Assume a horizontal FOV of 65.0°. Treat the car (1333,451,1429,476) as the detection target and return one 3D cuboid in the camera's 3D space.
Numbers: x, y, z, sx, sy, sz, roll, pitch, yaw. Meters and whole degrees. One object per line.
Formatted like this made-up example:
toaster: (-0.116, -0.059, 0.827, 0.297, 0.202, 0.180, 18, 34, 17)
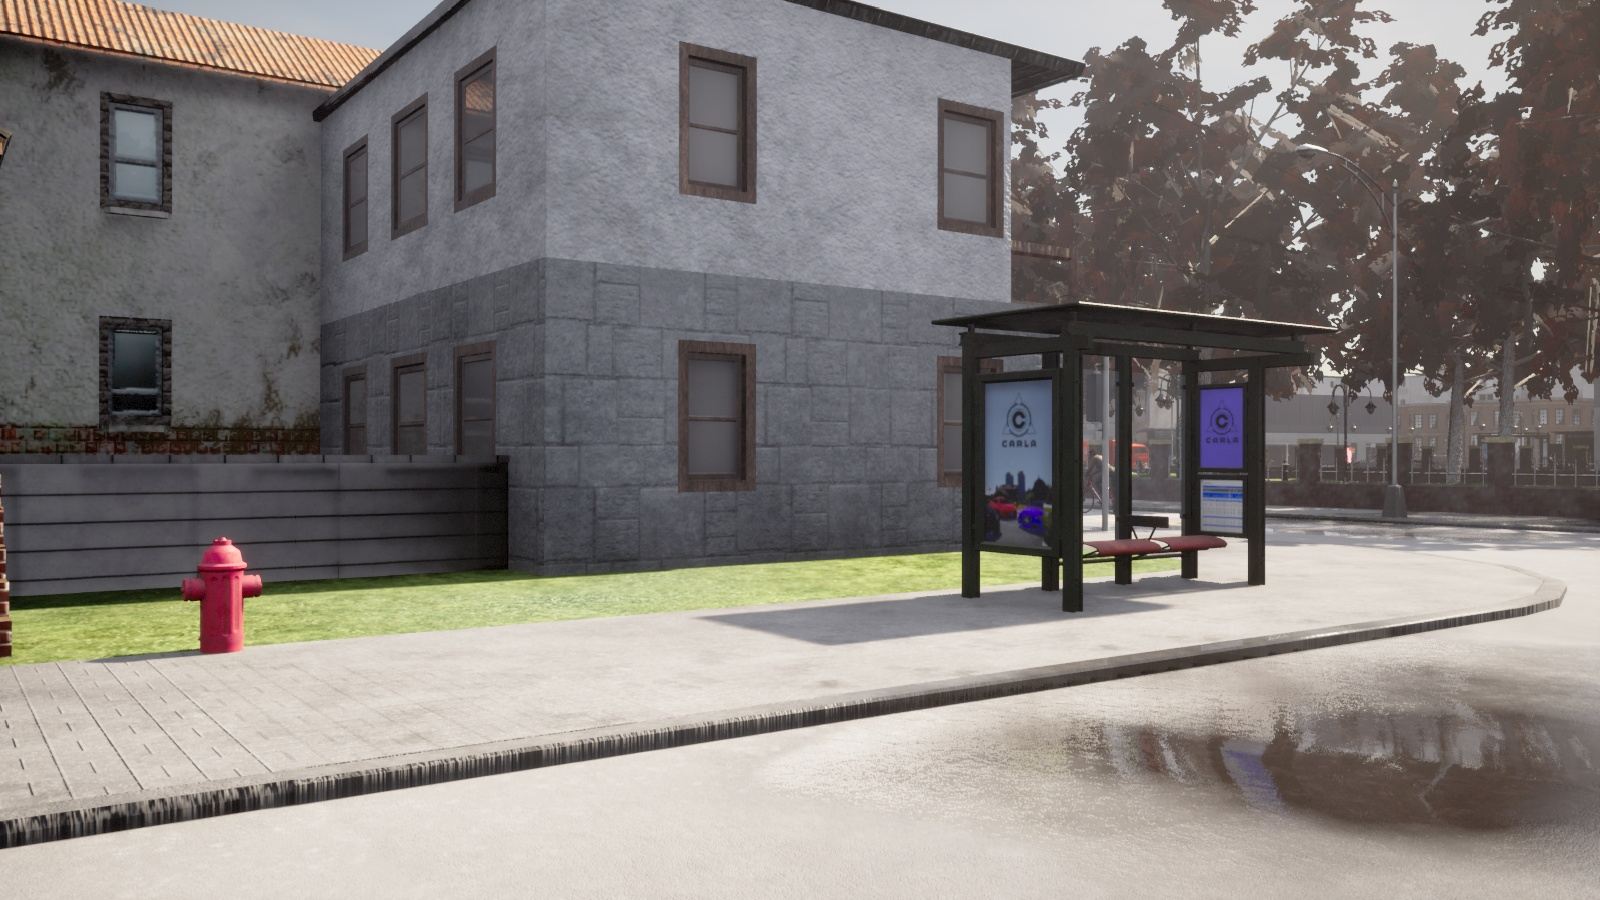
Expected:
car: (35.426, 0.813, 76.674, 2.128, 1.511, 4.902, 0, 0, -35)
